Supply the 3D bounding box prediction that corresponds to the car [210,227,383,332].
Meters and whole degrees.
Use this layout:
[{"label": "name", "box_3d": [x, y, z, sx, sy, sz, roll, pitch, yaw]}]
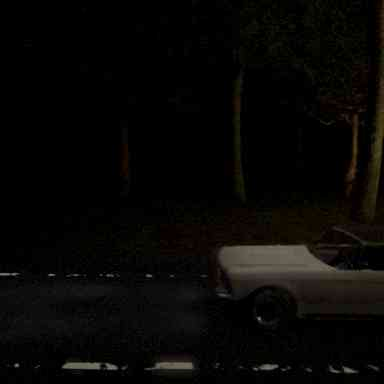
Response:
[{"label": "car", "box_3d": [2.672, 1.291, 5.549, 4.718, 1.301, 1.895, -1, 3, 3]}]
